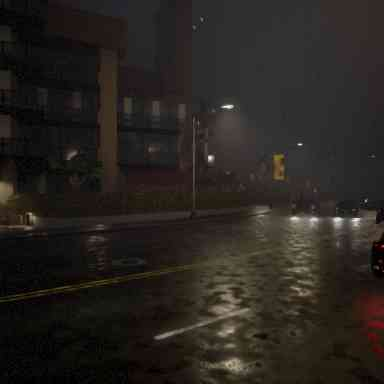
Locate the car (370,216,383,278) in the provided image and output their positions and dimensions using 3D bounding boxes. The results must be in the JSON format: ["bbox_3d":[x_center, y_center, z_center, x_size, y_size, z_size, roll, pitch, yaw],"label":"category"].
[{"bbox_3d":[6.547,1.499,9.149,4.892,1.490,1.837,1,-1,-43],"label":"car"}]

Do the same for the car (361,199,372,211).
[{"bbox_3d":[21.397,1.546,39.635,1.994,1.385,4.181,0,0,13],"label":"car"}]

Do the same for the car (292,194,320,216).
[{"bbox_3d":[11.024,1.335,31.987,2.097,1.767,4.553,0,0,27],"label":"car"}]

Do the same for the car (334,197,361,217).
[{"bbox_3d":[14.418,1.490,30.907,1.837,1.490,4.892,1,0,27],"label":"car"}]

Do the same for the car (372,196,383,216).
[{"bbox_3d":[14.782,1.343,24.312,2.097,1.767,4.553,0,0,34],"label":"car"}]

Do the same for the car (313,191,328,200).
[{"bbox_3d":[34.339,1.210,86.109,2.185,1.767,4.553,0,0,-24],"label":"car"}]
